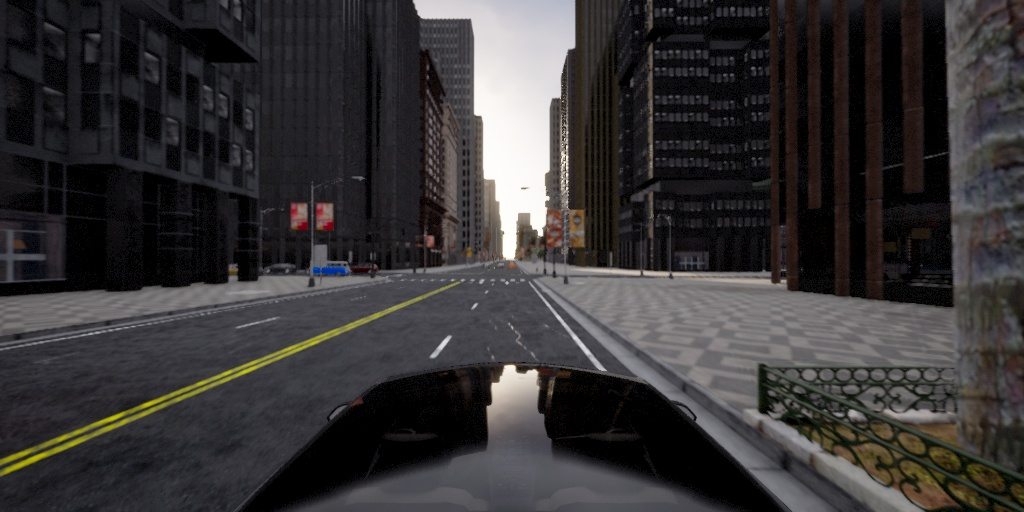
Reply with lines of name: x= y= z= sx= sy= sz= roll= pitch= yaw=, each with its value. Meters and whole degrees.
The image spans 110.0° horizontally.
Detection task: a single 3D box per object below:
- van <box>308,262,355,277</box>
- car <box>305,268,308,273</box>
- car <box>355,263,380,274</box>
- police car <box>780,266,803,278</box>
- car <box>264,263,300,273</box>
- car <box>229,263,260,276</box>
van: x=-20.686 y=1.521 z=41.136 sx=3.998 sy=1.789 sz=1.690 roll=0 pitch=0 yaw=0
car: x=-26.282 y=1.749 z=49.680 sx=4.313 sy=1.339 sz=1.948 roll=0 pitch=0 yaw=0
car: x=-20.658 y=1.673 z=49.661 sx=4.097 sy=1.591 sz=1.967 roll=0 pitch=0 yaw=0
police car: x=37.286 y=2.133 z=46.694 sx=5.238 sy=1.638 sz=1.930 roll=0 pitch=0 yaw=0
car: x=-31.907 y=1.683 z=49.699 sx=4.403 sy=1.370 sz=2.007 roll=0 pitch=0 yaw=0
car: x=-31.764 y=1.605 z=41.173 sx=4.829 sy=1.417 sz=1.751 roll=0 pitch=0 yaw=0
